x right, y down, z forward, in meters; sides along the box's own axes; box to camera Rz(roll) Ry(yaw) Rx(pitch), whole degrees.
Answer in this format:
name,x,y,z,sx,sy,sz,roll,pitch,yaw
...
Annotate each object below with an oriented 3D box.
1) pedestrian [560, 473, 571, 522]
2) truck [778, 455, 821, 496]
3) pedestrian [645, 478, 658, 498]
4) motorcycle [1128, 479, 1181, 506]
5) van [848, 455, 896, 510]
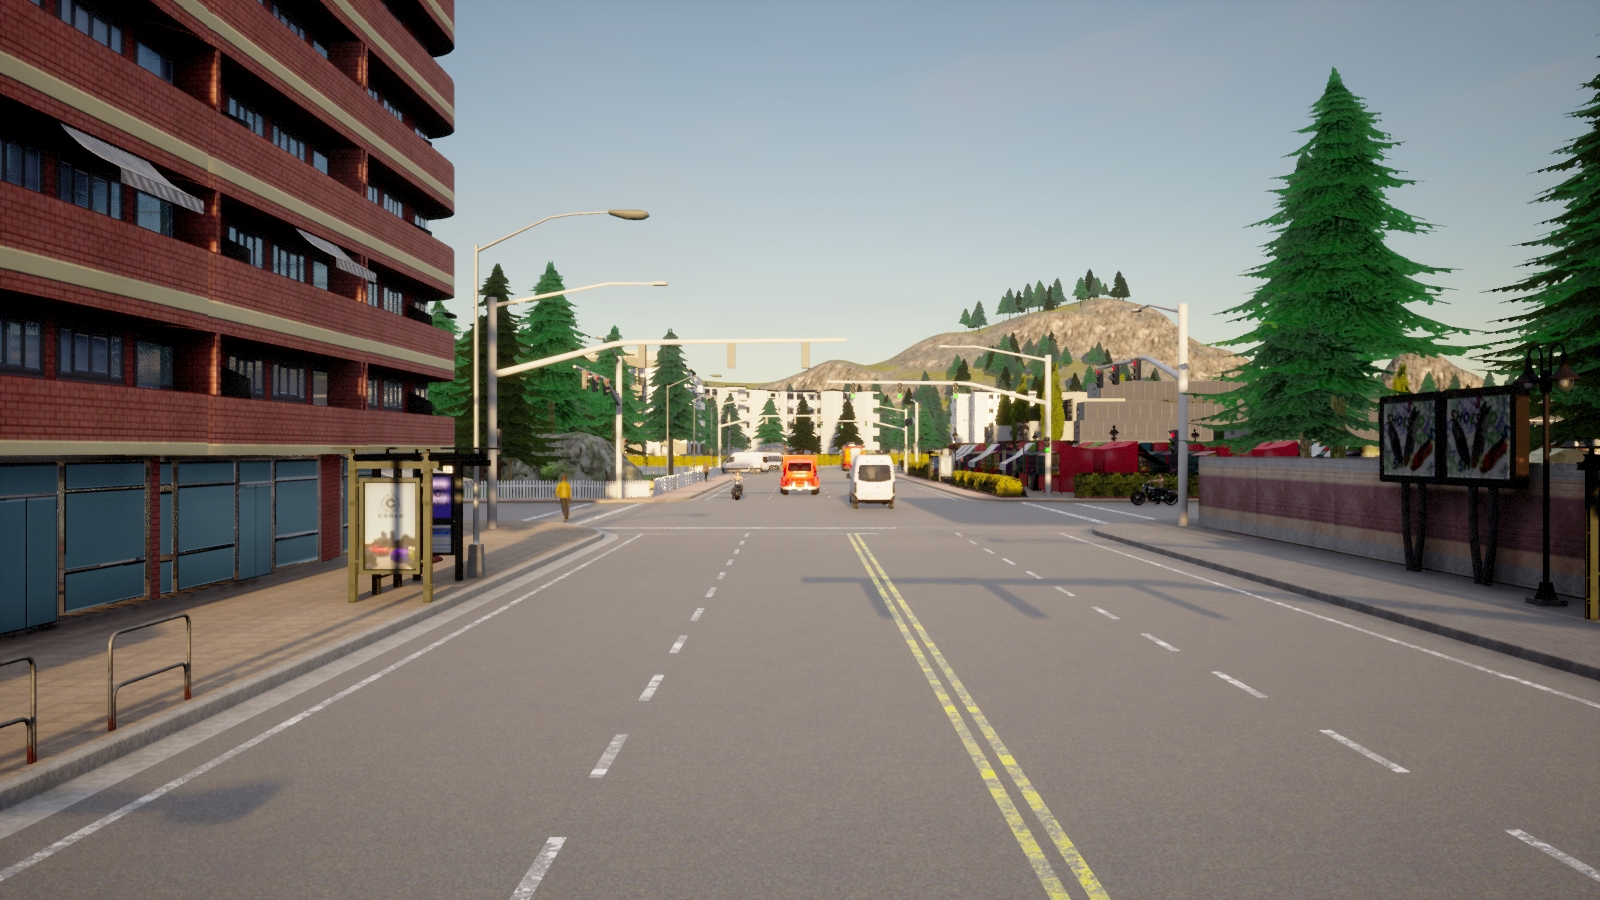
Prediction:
name,x,y,z,sx,sy,sz,roll,pitch,yaw
pedestrian,-8.876,1.795,43.214,0.375,1.860,0.375,0,0,-7
truck,-0.006,1.572,72.542,2.627,2.467,5.204,0,0,0
pedestrian,-8.214,2.079,63.147,0.500,1.100,0.500,0,0,34
motorcycle,17.582,2.102,56.689,2.356,1.307,0.764,0,0,0
van,3.503,1.521,56.451,1.988,2.561,5.915,0,0,0
